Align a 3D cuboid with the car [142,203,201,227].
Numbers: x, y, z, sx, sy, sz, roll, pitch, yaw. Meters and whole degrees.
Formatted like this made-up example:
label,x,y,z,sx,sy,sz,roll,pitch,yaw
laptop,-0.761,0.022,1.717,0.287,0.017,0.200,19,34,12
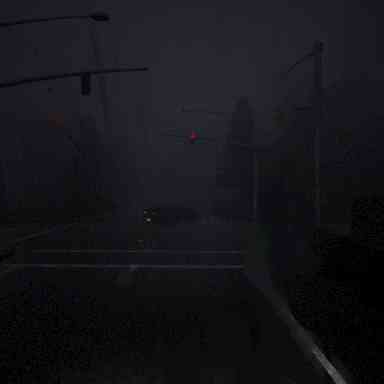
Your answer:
label,x,y,z,sx,sy,sz,roll,pitch,yaw
car,-1.283,1.506,23.062,1.837,1.490,4.892,4,2,38
